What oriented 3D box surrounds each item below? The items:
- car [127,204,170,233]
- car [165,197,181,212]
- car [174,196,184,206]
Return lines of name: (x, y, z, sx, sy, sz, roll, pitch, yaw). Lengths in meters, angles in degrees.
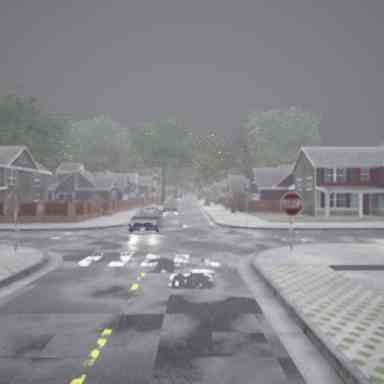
car: (-2.809, 1.749, 21.521, 2.033, 1.411, 5.357, 0, 0, 0)
car: (-2.861, 1.943, 45.630, 1.837, 1.490, 4.892, 0, 1, 0)
car: (-2.922, 1.778, 70.173, 2.150, 2.045, 5.566, 0, 0, 0)
